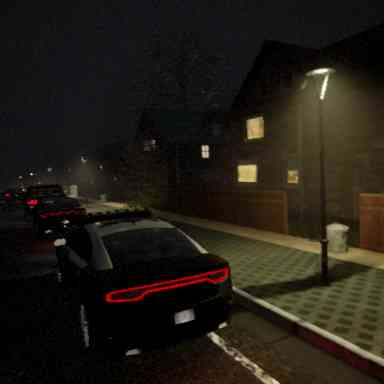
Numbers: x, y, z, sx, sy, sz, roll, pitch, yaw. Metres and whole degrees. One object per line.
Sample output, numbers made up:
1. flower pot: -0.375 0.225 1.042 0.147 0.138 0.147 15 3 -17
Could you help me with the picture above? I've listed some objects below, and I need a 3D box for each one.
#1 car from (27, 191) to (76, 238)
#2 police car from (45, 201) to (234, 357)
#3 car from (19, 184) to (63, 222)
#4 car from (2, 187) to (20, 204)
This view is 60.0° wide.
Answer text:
1. car: -6.012 0.953 14.814 1.882 1.535 5.008 -4 3 -28
2. police car: -1.307 1.143 6.041 1.930 1.638 5.238 -4 3 -28
3. car: -8.938 0.558 20.121 2.150 2.045 5.566 -4 3 -29
4. car: -19.710 0.295 37.229 2.097 1.767 4.553 -4 3 -30
